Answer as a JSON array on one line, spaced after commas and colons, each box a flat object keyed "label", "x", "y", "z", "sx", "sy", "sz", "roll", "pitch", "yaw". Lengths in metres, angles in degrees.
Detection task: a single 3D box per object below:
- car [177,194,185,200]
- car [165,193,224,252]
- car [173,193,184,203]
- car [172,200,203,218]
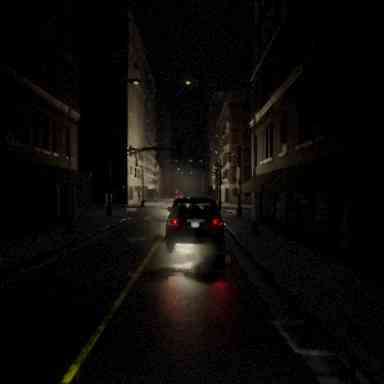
[{"label": "car", "x": -2.928, "y": 1.329, "z": 88.415, "sx": 1.837, "sy": 1.490, "sz": 4.892, "roll": 0, "pitch": 0, "yaw": 0}, {"label": "car", "x": 0.101, "y": 1.216, "z": 14.052, "sx": 2.150, "sy": 2.045, "sz": 5.566, "roll": 0, "pitch": 0, "yaw": 0}, {"label": "car", "x": -2.967, "y": 1.166, "z": 71.950, "sx": 2.150, "sy": 2.045, "sz": 5.566, "roll": 0, "pitch": 0, "yaw": 0}, {"label": "car", "x": -0.544, "y": 1.534, "z": 30.618, "sx": 2.033, "sy": 1.411, "sz": 5.357, "roll": 1, "pitch": -1, "yaw": -10}]
